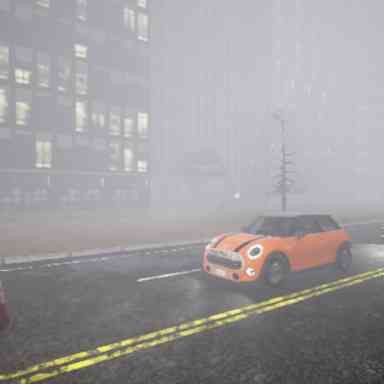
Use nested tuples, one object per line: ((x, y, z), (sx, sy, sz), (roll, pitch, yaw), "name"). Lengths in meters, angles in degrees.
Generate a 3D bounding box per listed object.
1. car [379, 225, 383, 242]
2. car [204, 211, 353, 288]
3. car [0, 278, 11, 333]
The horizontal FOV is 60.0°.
((10.454, 1.632, 15.390), (4.181, 1.385, 1.994), (0, 0, -37), "car")
((2.529, 1.389, 9.463), (4.553, 1.767, 2.097), (0, 0, -36), "car")
((-4.913, 1.359, 4.170), (4.553, 1.767, 2.097), (0, 0, -35), "car")
